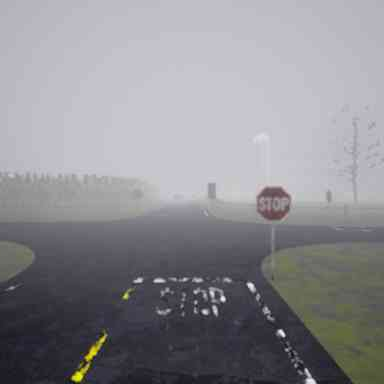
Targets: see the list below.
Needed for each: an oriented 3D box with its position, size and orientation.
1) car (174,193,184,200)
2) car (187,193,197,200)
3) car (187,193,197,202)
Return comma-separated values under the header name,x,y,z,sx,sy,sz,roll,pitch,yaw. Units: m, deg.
name,x,y,z,sx,sy,sz,roll,pitch,yaw
car,-2.738,0.908,68.994,1.895,1.301,4.718,0,0,0
car,0.010,1.071,74.848,2.128,1.511,4.902,0,0,0
car,0.012,1.141,64.429,1.882,1.535,5.008,0,0,0
